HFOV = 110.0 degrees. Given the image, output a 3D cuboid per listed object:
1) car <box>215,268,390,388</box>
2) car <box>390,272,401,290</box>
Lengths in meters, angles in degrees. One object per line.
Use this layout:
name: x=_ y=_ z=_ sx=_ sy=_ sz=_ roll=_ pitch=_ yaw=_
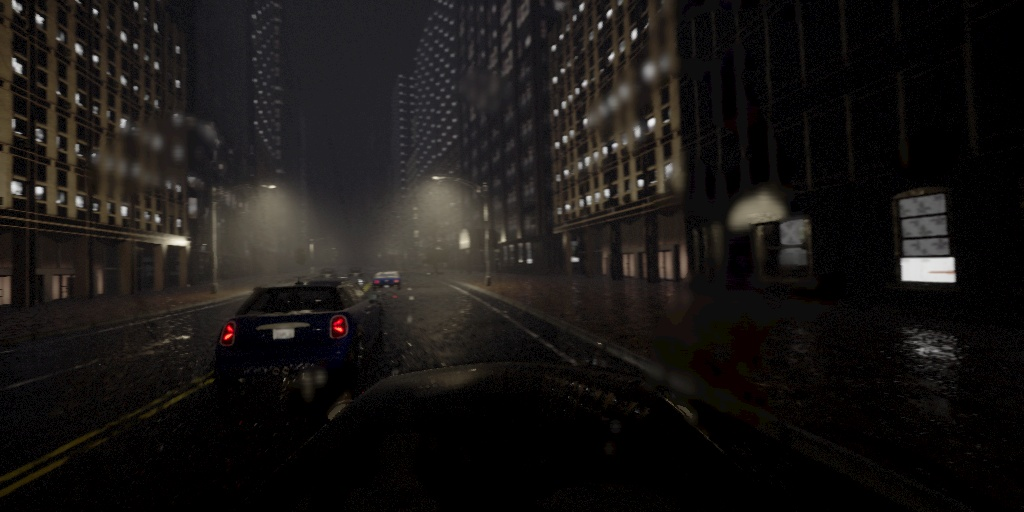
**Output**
car: x=-4.050 y=1.266 z=7.695 sx=2.097 sy=1.767 sz=4.553 roll=-2 pitch=-1 yaw=-13
car: x=-9.307 y=1.834 z=26.801 sx=1.895 sy=1.301 sz=4.718 roll=-1 pitch=-1 yaw=-18
